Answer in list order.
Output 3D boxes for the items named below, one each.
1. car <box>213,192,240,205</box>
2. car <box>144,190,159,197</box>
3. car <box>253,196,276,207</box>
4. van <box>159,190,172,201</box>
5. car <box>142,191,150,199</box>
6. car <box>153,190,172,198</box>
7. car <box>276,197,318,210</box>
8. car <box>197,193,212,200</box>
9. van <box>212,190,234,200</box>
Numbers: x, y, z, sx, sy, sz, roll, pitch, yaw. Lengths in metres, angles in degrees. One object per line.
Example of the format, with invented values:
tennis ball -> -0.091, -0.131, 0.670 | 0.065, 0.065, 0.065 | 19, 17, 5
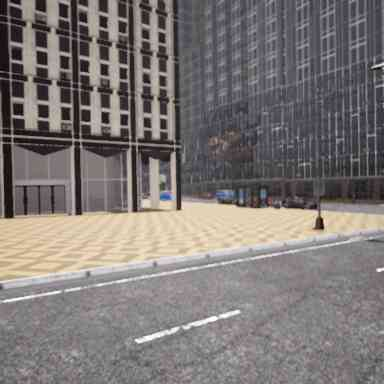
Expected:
car -> 5.313, 1.118, 45.205 | 1.947, 1.339, 4.313 | -1, 1, -34
car -> -10.139, 0.423, 82.818 | 1.967, 1.590, 4.097 | -1, 1, -34
car -> 8.467, 1.187, 40.478 | 1.802, 1.307, 4.206 | -1, 1, -34
van -> -4.251, 0.733, 59.316 | 1.690, 1.788, 3.998 | -1, 1, -34
car -> -10.656, 0.834, 68.710 | 2.008, 1.369, 4.403 | -1, 1, -34
car -> -6.937, 0.353, 78.121 | 2.192, 1.841, 5.009 | -1, 1, -34
car -> 11.656, 1.224, 35.770 | 1.947, 1.339, 4.313 | -1, 1, -34
car -> 2.673, 0.783, 64.039 | 1.802, 1.307, 4.206 | -1, 1, -34
van -> 5.874, 0.596, 59.340 | 1.690, 1.788, 3.998 | -1, 1, -34
